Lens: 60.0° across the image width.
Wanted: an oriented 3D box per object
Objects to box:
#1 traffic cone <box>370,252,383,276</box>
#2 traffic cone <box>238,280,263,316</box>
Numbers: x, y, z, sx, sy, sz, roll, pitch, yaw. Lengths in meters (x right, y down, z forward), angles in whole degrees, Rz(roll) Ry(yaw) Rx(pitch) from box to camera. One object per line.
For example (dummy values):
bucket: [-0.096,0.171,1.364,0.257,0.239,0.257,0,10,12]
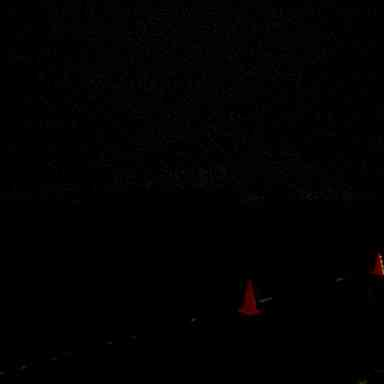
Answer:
traffic cone: [5.162,1.958,9.179,0.340,0.580,0.340,0,0,-36]
traffic cone: [1.092,1.957,6.275,0.340,0.580,0.340,0,0,-36]
